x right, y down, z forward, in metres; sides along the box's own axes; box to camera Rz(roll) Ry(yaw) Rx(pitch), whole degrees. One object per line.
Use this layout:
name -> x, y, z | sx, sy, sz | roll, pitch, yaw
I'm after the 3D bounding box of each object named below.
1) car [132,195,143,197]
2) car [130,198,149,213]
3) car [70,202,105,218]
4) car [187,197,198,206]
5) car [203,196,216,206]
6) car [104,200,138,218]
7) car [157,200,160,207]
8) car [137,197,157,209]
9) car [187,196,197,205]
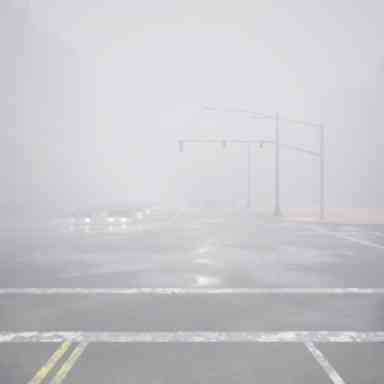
car -> -10.519, 1.667, 63.571 | 2.150, 2.045, 5.566 | 0, 0, 0
car -> -7.070, 1.822, 42.273 | 1.812, 1.442, 4.674 | 0, 0, 0
car -> -10.579, 1.761, 33.562 | 1.812, 1.442, 4.674 | 0, 0, 0
car -> 0.125, 1.941, 64.104 | 2.128, 1.511, 4.902 | 0, 0, 0
car -> 3.526, 1.945, 62.826 | 1.837, 1.490, 4.892 | 0, 0, 0
car -> -7.079, 1.799, 33.529 | 1.994, 1.385, 4.181 | 0, 0, 0
car -> -7.040, 1.992, 61.000 | 1.994, 1.385, 4.181 | 0, 0, 0
car -> -7.067, 1.922, 51.024 | 1.994, 1.385, 4.181 | 0, 0, 0
car -> 0.032, 1.876, 74.284 | 2.097, 1.767, 4.553 | 0, 0, 0
